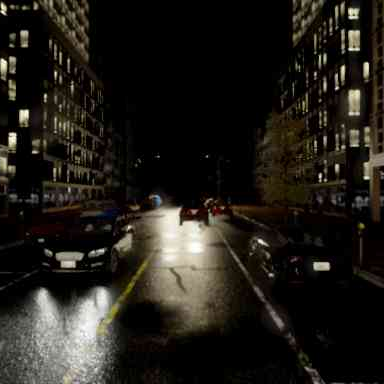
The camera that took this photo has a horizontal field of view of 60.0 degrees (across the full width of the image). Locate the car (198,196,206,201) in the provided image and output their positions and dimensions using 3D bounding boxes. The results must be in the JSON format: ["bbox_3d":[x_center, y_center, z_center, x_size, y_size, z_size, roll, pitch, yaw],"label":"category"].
[{"bbox_3d":[2.858,1.755,94.401,2.008,1.369,4.403,0,0,0],"label":"car"}]

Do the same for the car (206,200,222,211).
[{"bbox_3d":[2.769,1.685,43.174,1.802,1.307,4.206,0,0,0],"label":"car"}]

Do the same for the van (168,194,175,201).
[{"bbox_3d":[-5.531,1.536,88.740,1.690,1.788,3.998,0,0,0],"label":"van"}]

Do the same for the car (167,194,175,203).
[{"bbox_3d":[-5.552,1.698,77.185,1.752,1.417,4.829,0,0,0],"label":"car"}]

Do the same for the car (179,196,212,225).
[{"bbox_3d":[0.144,1.414,24.900,2.097,1.767,4.553,0,0,0],"label":"car"}]

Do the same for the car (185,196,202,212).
[{"bbox_3d":[0.173,1.454,41.940,2.097,1.767,4.553,0,0,0],"label":"car"}]

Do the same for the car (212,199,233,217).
[{"bbox_3d":[2.750,1.519,31.789,1.967,1.590,4.097,0,0,0],"label":"car"}]

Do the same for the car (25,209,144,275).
[{"bbox_3d":[-3.013,1.521,10.618,2.128,1.511,4.902,0,0,1],"label":"car"}]

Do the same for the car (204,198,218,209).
[{"bbox_3d":[2.780,1.641,49.036,1.752,1.417,4.829,0,0,0],"label":"car"}]

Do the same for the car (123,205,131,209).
[{"bbox_3d":[-5.641,1.648,26.127,1.802,1.307,4.206,0,0,0],"label":"car"}]

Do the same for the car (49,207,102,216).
[{"bbox_3d":[-5.661,1.583,14.742,1.887,1.381,4.507,0,0,0],"label":"car"}]

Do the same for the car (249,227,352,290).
[{"bbox_3d":[2.710,1.590,9.022,1.947,1.339,4.313,0,0,0],"label":"car"}]

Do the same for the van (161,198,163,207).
[{"bbox_3d":[-5.600,1.457,48.896,1.690,1.788,3.998,0,0,0],"label":"van"}]

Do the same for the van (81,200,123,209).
[{"bbox_3d":[-5.650,1.394,20.435,1.690,1.788,3.998,0,0,0],"label":"van"}]

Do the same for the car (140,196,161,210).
[{"bbox_3d":[-5.611,1.544,43.202,1.967,1.590,4.097,0,0,0],"label":"car"}]

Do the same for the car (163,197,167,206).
[{"bbox_3d":[-5.591,1.694,54.588,1.947,1.339,4.313,0,0,0],"label":"car"}]

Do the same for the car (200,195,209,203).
[{"bbox_3d":[2.829,1.613,77.325,1.967,1.590,4.097,0,0,0],"label":"car"}]
